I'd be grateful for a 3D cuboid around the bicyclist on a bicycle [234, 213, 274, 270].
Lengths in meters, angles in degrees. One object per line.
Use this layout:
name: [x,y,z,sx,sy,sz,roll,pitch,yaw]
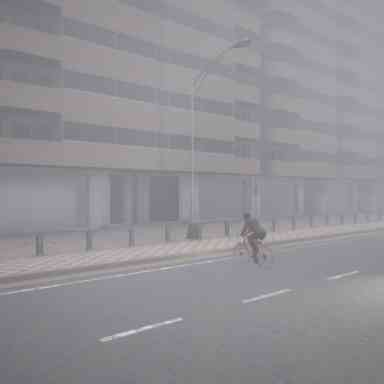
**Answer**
bicyclist on a bicycle: [1.805,1.455,10.005,0.582,1.620,1.656,0,-2,-35]
